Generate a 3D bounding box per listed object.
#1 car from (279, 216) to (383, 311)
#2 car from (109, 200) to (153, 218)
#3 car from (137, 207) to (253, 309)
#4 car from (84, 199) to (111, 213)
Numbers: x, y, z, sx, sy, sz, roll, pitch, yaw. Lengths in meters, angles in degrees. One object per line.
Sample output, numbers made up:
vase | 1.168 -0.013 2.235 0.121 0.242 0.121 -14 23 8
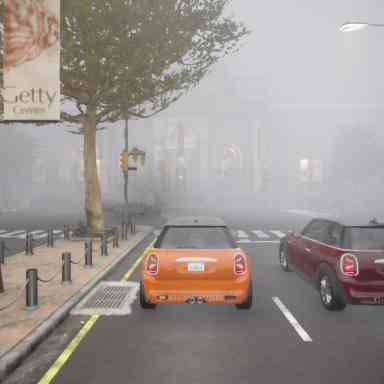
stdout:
car | 3.585 1.352 7.933 2.097 1.767 4.553 0 0 0
car | -4.815 1.564 29.562 4.181 1.385 1.994 0 0 0
car | 0.086 1.352 8.030 2.097 1.767 4.553 0 0 0
car | -8.215 1.491 33.080 4.902 1.511 2.128 0 0 0
